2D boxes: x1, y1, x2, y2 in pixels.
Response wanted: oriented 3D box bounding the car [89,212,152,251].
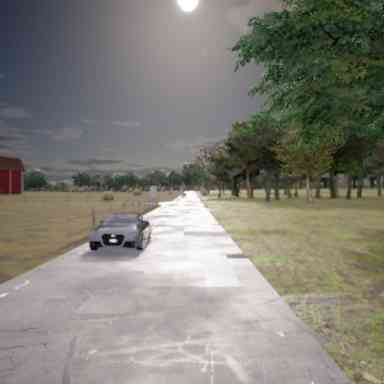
[{"bbox_3d":[-2.844,1.559,13.956,1.994,1.385,4.181,0,0,0],"label":"car"}]
